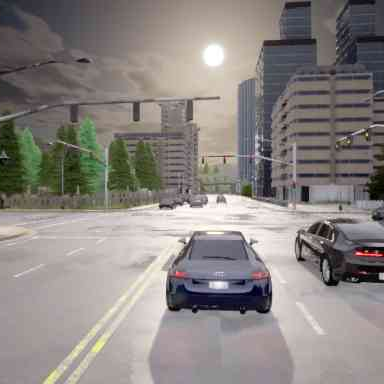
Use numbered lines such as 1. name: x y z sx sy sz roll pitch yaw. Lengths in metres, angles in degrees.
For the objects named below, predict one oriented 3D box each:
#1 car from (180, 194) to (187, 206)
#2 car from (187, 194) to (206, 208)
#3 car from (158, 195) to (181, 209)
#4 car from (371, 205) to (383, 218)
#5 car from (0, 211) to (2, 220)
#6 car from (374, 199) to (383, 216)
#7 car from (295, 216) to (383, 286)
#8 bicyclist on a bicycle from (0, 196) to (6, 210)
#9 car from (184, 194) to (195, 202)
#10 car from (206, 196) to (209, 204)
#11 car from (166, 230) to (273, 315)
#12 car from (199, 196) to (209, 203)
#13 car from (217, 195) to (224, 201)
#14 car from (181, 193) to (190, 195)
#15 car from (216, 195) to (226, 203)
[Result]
1. car: -2.315 1.547 54.747 2.033 1.411 5.357 0 0 5
2. car: 0.704 1.505 48.922 1.837 1.490 4.892 0 0 5
3. car: -3.163 1.547 44.708 2.033 1.411 5.357 0 0 5
4. car: 15.714 1.564 24.753 4.181 1.385 1.994 0 0 5
5. car: -16.323 1.478 23.906 5.008 1.535 1.882 0 0 5
6. car: 20.362 1.478 31.592 5.008 1.535 1.882 0 0 5
7. car: 4.230 1.505 9.317 1.837 1.490 4.892 0 0 4
8. bicyclist on a bicycle: -22.317 1.301 38.934 0.582 1.620 1.656 0 0 5
9. car: -0.538 1.355 74.836 2.097 1.767 4.553 0 0 5
10. car: 1.484 1.352 58.013 2.097 1.767 4.553 0 0 5
11. car: 0.597 1.564 7.699 1.994 1.385 4.181 0 0 4
12. car: 2.424 1.505 68.383 1.837 1.490 4.892 0 0 5
13. car: 7.408 1.500 85.820 1.837 1.490 4.892 0 0 5
14. car: -1.416 1.221 64.884 2.150 2.045 5.566 0 0 5
15. car: 6.134 1.557 70.186 1.994 1.385 4.181 0 0 5
